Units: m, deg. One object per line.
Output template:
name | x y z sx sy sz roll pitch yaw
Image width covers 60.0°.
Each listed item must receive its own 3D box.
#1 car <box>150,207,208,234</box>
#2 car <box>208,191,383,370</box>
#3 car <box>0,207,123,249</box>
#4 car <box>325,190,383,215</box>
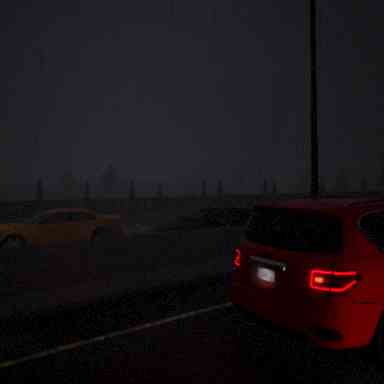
car | 0.778 1.308 12.492 4.902 1.511 2.128 -1 1 -30
car | 3.234 1.090 5.649 5.566 2.045 2.150 -1 1 -31
car | -5.193 1.392 12.906 5.008 1.535 1.882 -1 1 -33
car | 13.018 0.769 26.131 4.553 1.767 2.097 -1 1 -21
